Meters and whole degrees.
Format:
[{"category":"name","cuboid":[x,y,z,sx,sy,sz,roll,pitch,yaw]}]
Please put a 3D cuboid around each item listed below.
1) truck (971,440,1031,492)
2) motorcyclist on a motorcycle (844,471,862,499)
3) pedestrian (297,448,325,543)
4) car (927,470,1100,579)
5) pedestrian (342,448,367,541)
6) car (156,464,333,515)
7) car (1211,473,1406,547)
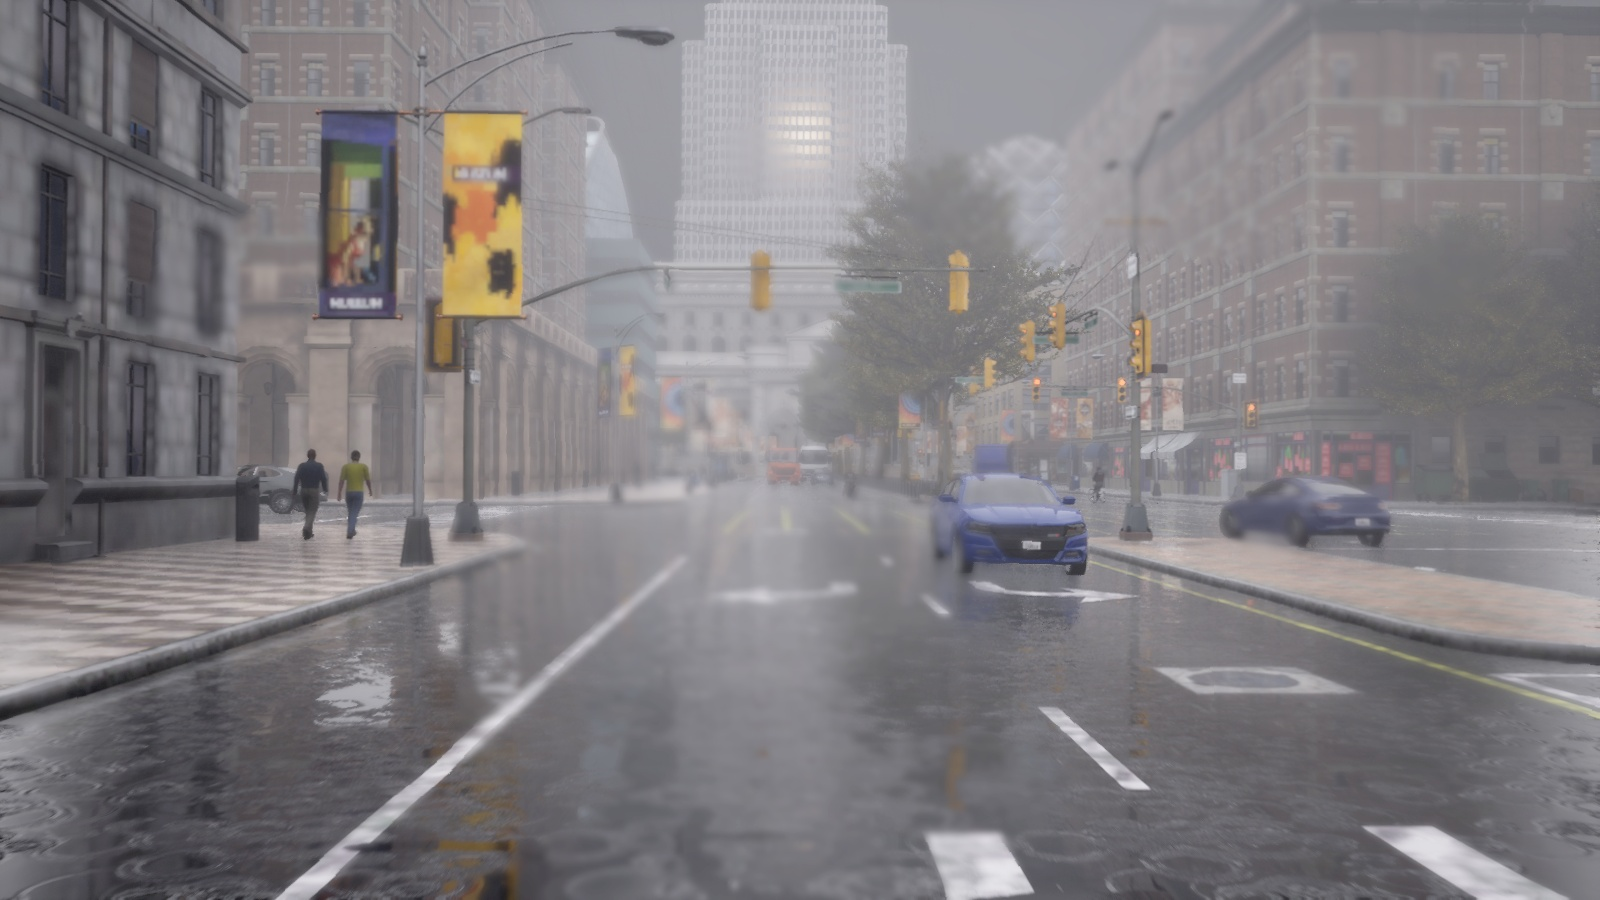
[{"category":"truck","cuboid":[13.988,1.136,87.781,2.891,3.462,7.936,0,-1,0]},{"category":"motorcyclist on a motorcycle","cuboid":[2.860,1.881,67.958,0.866,1.530,2.191,0,-1,-1]},{"category":"pedestrian","cuboid":[-9.619,0.882,24.717,0.370,1.835,0.726,0,-1,-8]},{"category":"car","cuboid":[3.261,1.088,20.201,1.882,1.535,5.008,0,-1,-1]},{"category":"pedestrian","cuboid":[-8.889,0.884,25.064,0.354,1.836,0.706,0,-1,-10]},{"category":"car","cuboid":[-18.706,1.308,42.458,5.027,1.651,2.152,0,-1,-1]},{"category":"car","cuboid":[10.808,1.217,27.128,1.812,1.442,4.674,0,-1,-8]}]
